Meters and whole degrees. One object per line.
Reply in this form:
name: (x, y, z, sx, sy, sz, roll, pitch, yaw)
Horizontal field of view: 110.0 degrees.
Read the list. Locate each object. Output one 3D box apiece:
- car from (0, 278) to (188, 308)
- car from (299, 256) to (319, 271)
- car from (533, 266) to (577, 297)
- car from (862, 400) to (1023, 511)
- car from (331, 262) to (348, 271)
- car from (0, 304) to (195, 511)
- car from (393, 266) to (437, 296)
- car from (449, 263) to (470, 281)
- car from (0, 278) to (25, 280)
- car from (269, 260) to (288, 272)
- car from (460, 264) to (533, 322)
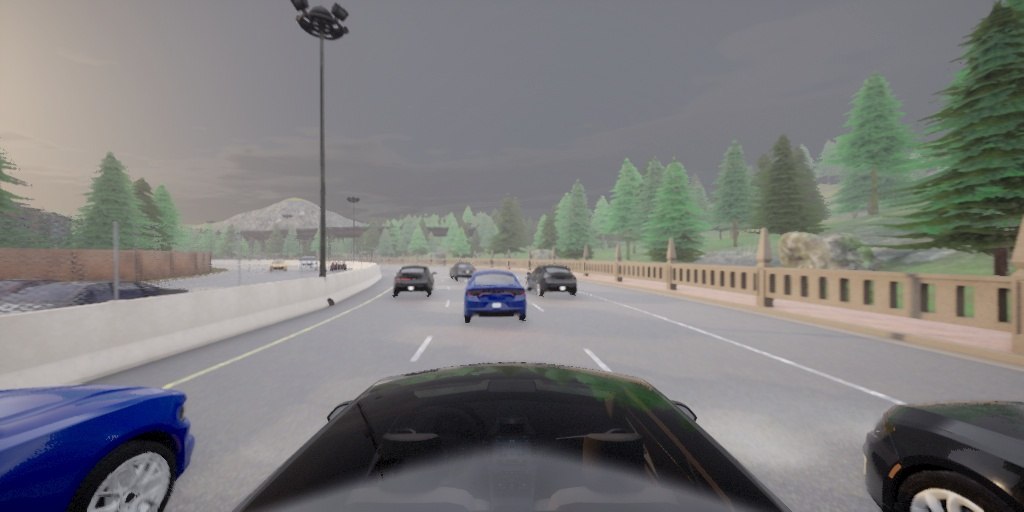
car: (-11.002, 1.337, 9.102, 2.033, 1.411, 5.357, 0, 0, -5)
car: (-28.240, 1.048, 49.891, 2.150, 2.045, 5.566, 0, 0, -32)
car: (1.969, 1.233, 18.934, 1.837, 1.490, 4.892, 0, 0, -9)
car: (3.444, 1.242, 0.552, 1.837, 1.490, 4.892, 0, 0, 0)
car: (-23.732, 1.410, 49.229, 1.895, 1.301, 4.718, 0, 0, -30)
car: (-3.534, 1.243, 0.842, 1.882, 1.535, 5.008, 0, 0, 0)
car: (-5.198, 1.262, 19.299, 1.837, 1.490, 4.892, 0, 0, -10)
car: (-4.176, 1.291, 30.456, 2.033, 1.411, 5.357, 0, 0, -16)
car: (-14.721, 1.367, 10.595, 1.994, 1.385, 4.181, 0, 0, -7)
car: (-31.028, 1.318, 47.727, 1.882, 1.535, 5.008, 0, 0, -32)
car: (-0.658, 1.222, 12.446, 1.882, 1.535, 5.008, 0, 0, -5)
